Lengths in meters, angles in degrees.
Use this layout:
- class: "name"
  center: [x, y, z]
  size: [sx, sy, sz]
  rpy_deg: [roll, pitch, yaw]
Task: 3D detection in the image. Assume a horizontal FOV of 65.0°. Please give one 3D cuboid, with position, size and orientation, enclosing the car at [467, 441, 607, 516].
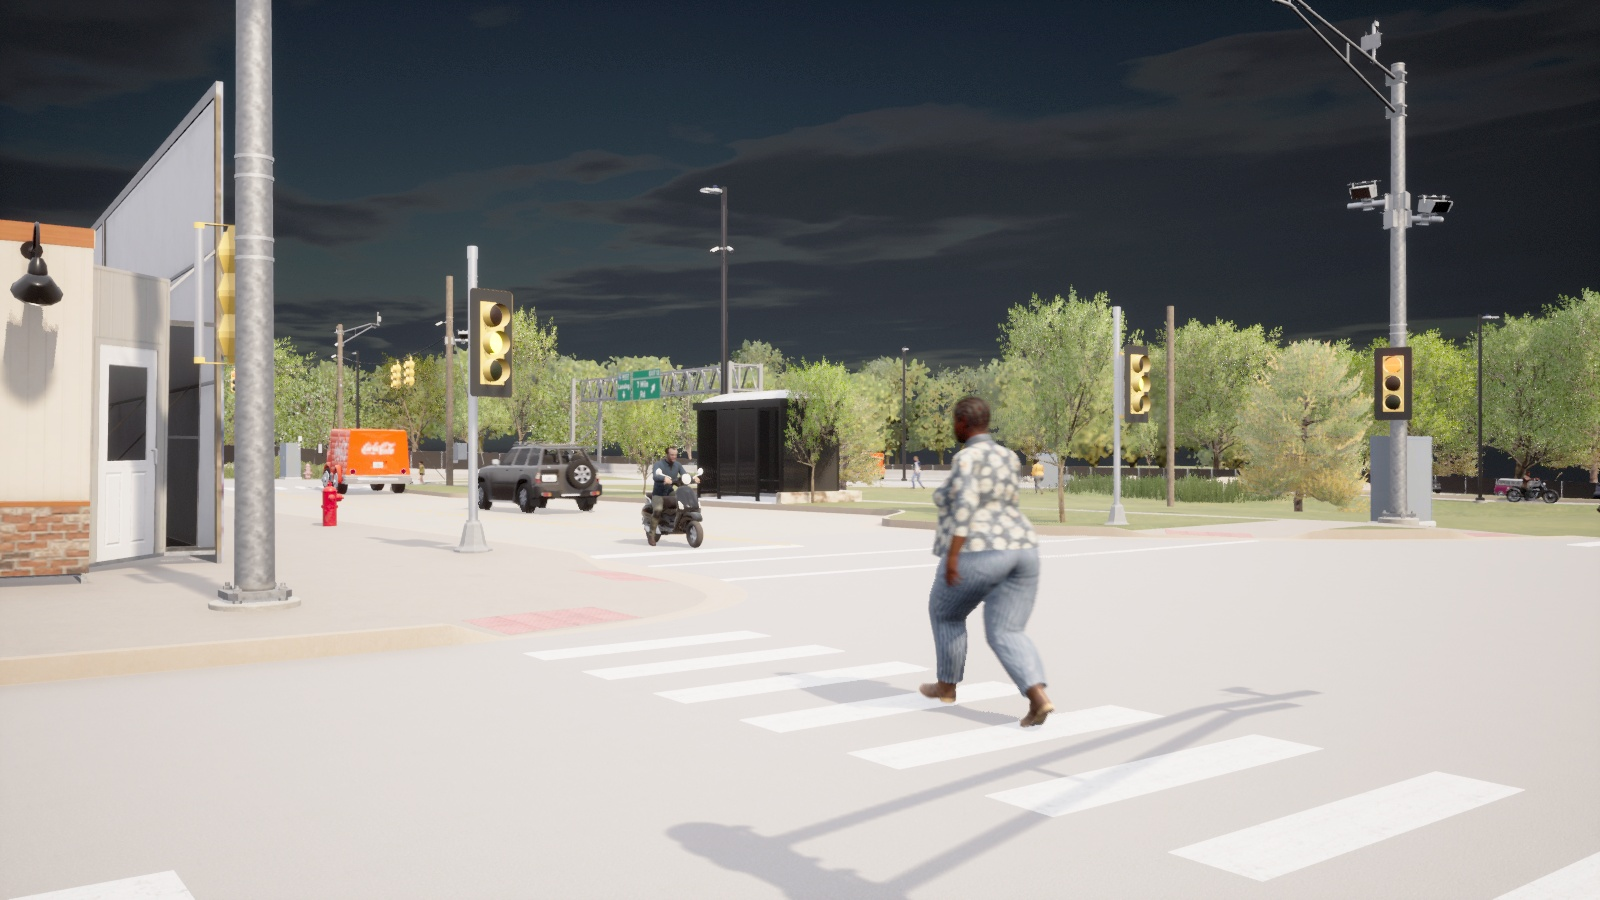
- class: "car"
  center: [-7.129, 0.739, 33.653]
  size: [1.932, 1.855, 4.605]
  rpy_deg: [0, 0, -36]

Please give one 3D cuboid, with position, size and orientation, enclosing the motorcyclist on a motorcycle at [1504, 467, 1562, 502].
- class: "motorcyclist on a motorcycle"
  center: [36.211, 1.687, 62.087]
  size: [0.766, 1.649, 2.350]
  rpy_deg: [0, 0, -43]

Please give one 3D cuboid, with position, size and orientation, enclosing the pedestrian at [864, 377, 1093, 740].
- class: "pedestrian"
  center: [0.991, 0.553, 7.033]
  size: [0.874, 1.855, 0.900]
  rpy_deg: [0, 0, -37]

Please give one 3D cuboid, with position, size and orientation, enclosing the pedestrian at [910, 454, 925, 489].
- class: "pedestrian"
  center: [6.197, 1.115, 66.421]
  size: [0.706, 1.836, 0.354]
  rpy_deg: [0, 0, -20]

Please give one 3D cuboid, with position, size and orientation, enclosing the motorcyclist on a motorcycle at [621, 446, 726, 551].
- class: "motorcyclist on a motorcycle"
  center: [-2.040, 0.744, 20.081]
  size: [0.866, 1.590, 1.817]
  rpy_deg: [0, 0, -36]

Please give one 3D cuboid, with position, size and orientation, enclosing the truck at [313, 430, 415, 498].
- class: "truck"
  center: [-16.951, 0.484, 48.656]
  size: [2.627, 2.467, 5.204]
  rpy_deg: [0, 1, -32]

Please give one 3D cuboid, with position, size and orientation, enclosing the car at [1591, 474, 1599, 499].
- class: "car"
  center: [52.621, 2.399, 79.628]
  size: [3.988, 1.617, 1.851]
  rpy_deg: [2, -1, -11]

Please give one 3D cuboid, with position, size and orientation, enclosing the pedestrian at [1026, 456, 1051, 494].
- class: "pedestrian"
  center: [11.983, 1.253, 63.033]
  size: [0.874, 1.855, 0.900]
  rpy_deg: [0, 0, -22]
